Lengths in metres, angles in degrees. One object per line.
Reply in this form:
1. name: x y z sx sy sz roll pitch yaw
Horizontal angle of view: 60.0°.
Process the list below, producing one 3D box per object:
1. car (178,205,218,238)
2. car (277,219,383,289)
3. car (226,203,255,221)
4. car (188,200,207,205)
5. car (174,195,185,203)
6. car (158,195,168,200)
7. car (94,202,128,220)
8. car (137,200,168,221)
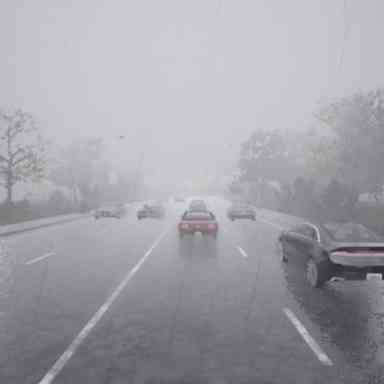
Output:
1. car: 0.319 1.599 17.470 1.895 1.301 4.718 0 0 1
2. car: 3.707 1.494 9.137 2.128 1.511 4.902 0 0 1
3. car: 3.971 1.564 27.451 1.994 1.385 4.181 0 0 1
4. car: 0.593 1.543 35.254 2.033 1.411 5.357 0 0 1
5. car: -2.499 1.355 68.380 2.097 1.767 4.553 0 0 1
6. car: -5.980 1.481 69.588 1.837 1.490 4.892 0 0 1
7. car: -6.720 1.553 27.845 1.994 1.385 4.181 0 0 1
8. car: -3.232 1.594 27.142 1.895 1.301 4.718 0 0 1
